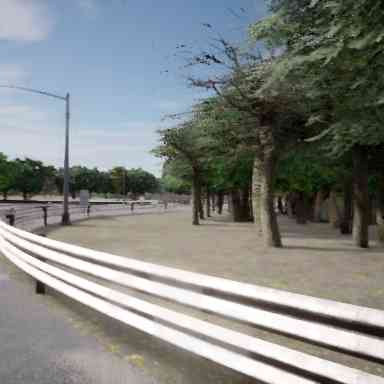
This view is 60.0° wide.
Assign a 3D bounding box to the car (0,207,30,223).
[{"bbox_3d":[-15.587,1.965,28.308,1.895,1.301,4.718,1,-1,-5],"label":"car"}]
